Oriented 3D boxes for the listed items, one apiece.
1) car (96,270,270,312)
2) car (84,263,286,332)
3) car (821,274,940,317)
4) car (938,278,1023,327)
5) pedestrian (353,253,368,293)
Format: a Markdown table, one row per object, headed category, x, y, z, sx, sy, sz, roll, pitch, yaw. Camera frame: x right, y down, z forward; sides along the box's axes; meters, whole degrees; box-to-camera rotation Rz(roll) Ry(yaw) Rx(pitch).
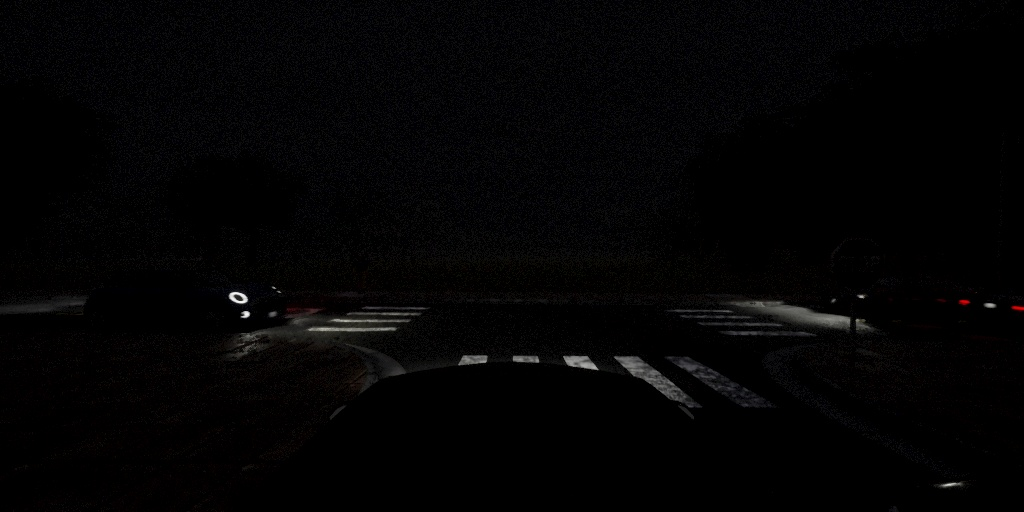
| category | x | y | z | sx | sy | sz | roll | pitch | yaw |
| --- | --- | --- | --- | --- | --- | --- | --- | --- | --- |
| car | -11.974 | 1.252 | 13.313 | 4.718 | 1.301 | 1.895 | 0 | 1 | 0 |
| car | -9.150 | 1.084 | 10.344 | 4.553 | 1.767 | 2.097 | 0 | 1 | 0 |
| car | 14.157 | 1.387 | 13.176 | 4.674 | 1.442 | 1.812 | 1 | 1 | 0 |
| car | 16.156 | 1.492 | 10.232 | 5.357 | 1.411 | 2.033 | 1 | 1 | 0 |
| pedestrian | -6.804 | 0.757 | 16.187 | 0.375 | 1.860 | 0.375 | 0 | 1 | 0 |
